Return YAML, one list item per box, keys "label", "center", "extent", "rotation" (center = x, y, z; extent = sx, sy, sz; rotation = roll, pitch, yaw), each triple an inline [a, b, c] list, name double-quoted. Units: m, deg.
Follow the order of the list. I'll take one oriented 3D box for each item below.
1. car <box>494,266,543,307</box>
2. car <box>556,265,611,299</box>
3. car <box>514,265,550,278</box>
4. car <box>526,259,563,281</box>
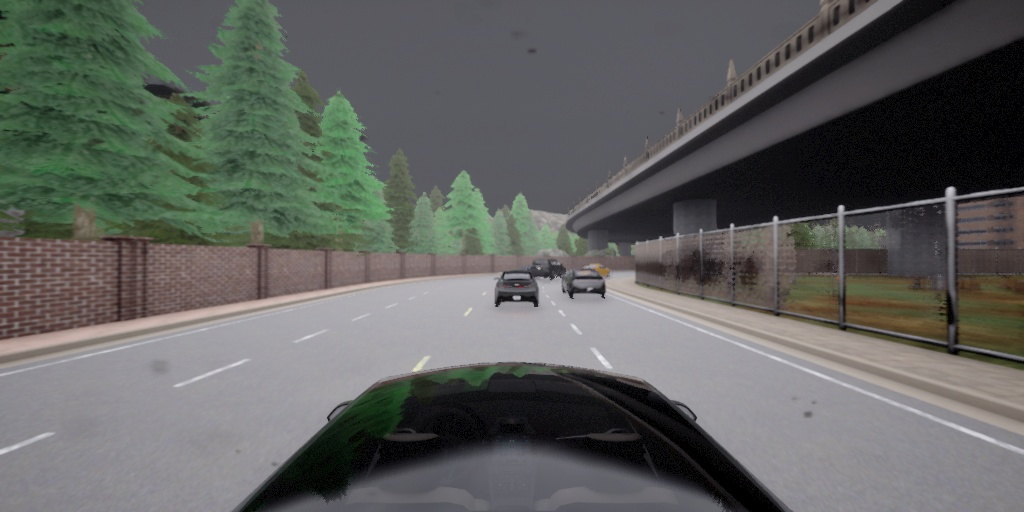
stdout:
- label: "car"
  center: [0.222, 1.398, 16.486]
  extent: [1.837, 1.490, 4.892]
  rotation: [0, 0, 1]
- label: "car"
  center: [3.808, 1.415, 19.527]
  extent: [2.128, 1.511, 4.902]
  rotation: [0, -1, 2]
- label: "car"
  center: [2.310, 1.721, 40.155]
  extent: [1.895, 1.301, 4.718]
  rotation: [0, -1, 33]
- label: "car"
  center: [3.630, 1.295, 35.153]
  extent: [2.150, 2.045, 5.566]
  rotation: [-1, -1, 25]
